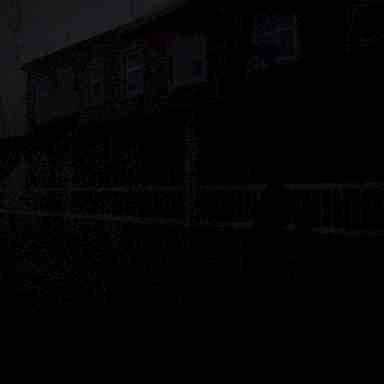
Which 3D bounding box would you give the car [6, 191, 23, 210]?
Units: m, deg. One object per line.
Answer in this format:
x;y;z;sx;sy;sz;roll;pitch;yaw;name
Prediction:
-15.236;0.769;28.084;2.097;1.767;4.553;0;15;34;car
